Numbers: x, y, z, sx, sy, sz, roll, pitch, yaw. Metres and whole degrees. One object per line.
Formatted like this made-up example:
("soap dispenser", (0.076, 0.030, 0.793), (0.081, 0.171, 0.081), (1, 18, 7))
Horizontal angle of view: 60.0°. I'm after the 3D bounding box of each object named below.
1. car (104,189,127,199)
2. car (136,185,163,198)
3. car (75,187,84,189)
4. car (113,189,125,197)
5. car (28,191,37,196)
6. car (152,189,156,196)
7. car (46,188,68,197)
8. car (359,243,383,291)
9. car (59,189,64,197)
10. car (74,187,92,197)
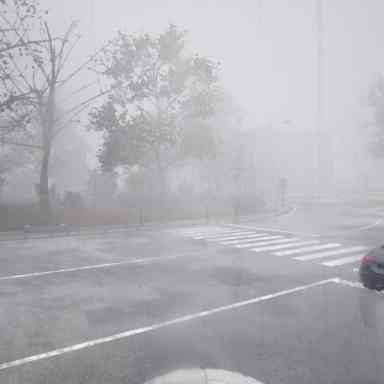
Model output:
("car", (-14.433, 0.286, 63.111), (1.946, 1.575, 5.366), (-1, 2, 17))
("car", (-7.290, -0.082, 57.878), (2.435, 2.045, 5.566), (-1, 2, 17))
("car", (-23.787, 0.062, 70.567), (2.435, 2.045, 5.566), (0, 2, 18))
("car", (-12.038, 0.125, 61.458), (2.185, 1.767, 4.553), (-2, 1, 17))
("car", (-37.635, 0.114, 81.832), (2.097, 1.535, 5.008), (0, 2, 20))
("car", (-4.889, 0.127, 56.140), (2.231, 1.521, 4.892), (-1, 2, 16))
("car", (-30.753, 0.103, 76.151), (2.185, 1.767, 4.553), (0, 2, 19))
("car", (5.764, 1.541, 7.749), (4.181, 1.385, 1.994), (0, 0, -35))
("car", (-26.112, 0.294, 72.451), (2.231, 1.521, 4.892), (-1, 2, 18))
("car", (-21.445, 0.351, 68.735), (2.163, 1.488, 4.792), (-1, 2, 18))
